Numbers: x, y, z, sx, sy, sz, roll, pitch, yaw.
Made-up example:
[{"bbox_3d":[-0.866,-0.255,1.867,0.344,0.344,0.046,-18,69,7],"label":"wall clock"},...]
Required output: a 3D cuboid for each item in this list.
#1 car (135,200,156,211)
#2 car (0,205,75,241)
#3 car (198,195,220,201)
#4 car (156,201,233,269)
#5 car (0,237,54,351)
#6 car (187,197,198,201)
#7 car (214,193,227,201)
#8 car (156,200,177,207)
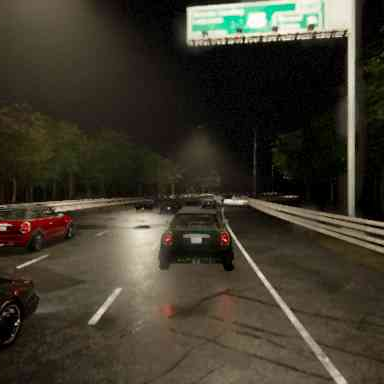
[{"bbox_3d":[-5.225,1.545,39.301,1.895,1.301,4.718,0,0,5],"label":"car"},{"bbox_3d":[-6.649,1.325,13.944,2.097,1.767,4.553,0,0,2],"label":"car"},{"bbox_3d":[2.310,1.499,44.293,2.033,1.411,5.357,0,0,6],"label":"car"},{"bbox_3d":[0.177,1.341,11.250,2.097,1.767,4.553,0,0,2],"label":"car"},{"bbox_3d":[-3.541,1.537,3.147,2.033,1.411,5.357,0,0,1],"label":"car"},{"bbox_3d":[0.369,1.495,57.204,1.994,1.385,4.181,0,0,8],"label":"car"},{"bbox_3d":[5.623,1.130,69.577,2.150,2.045,5.566,0,0,9],"label":"car"},{"bbox_3d":[-2.049,1.521,33.937,1.994,1.385,4.181,0,0,5],"label":"car"}]
